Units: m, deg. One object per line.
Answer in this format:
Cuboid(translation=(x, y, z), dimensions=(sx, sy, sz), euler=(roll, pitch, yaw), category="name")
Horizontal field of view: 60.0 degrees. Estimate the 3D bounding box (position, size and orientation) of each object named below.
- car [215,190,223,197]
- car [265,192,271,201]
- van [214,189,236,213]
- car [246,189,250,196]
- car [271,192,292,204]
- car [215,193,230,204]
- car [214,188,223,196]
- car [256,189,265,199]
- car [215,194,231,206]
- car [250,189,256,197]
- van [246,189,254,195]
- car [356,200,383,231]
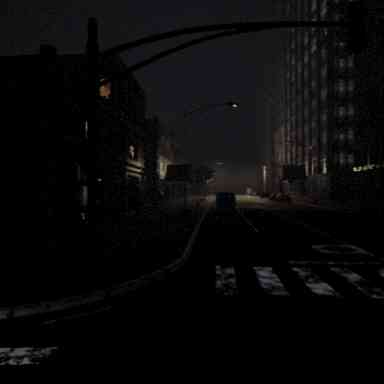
Cuboid(translation=(6.428, 0.327, 79.236), dimensions=(1.752, 1.417, 4.829), euler=(1, 1, 4), category="car")
Cuboid(translation=(12.898, 0.730, 51.380), dimensions=(1.752, 1.417, 4.829), euler=(1, 1, 4), category="car")
Cuboid(translation=(2.998, 0.883, 29.717), dimensions=(1.690, 1.788, 3.998), euler=(1, 1, 4), category="van")
Cuboid(translation=(14.802, 0.109, 78.812), dimensions=(2.192, 1.841, 5.009), euler=(1, 1, 4), category="car")
Cuboid(translation=(12.515, 0.812, 45.860), dimensions=(1.752, 1.417, 4.829), euler=(1, 1, 4), category="car")
Cuboid(translation=(4.143, 0.860, 46.282), dimensions=(1.947, 1.339, 4.313), euler=(1, 1, 4), category="car")
Cuboid(translation=(6.826, 0.031, 84.922), dimensions=(2.192, 1.841, 5.009), euler=(1, 1, 4), category="car")
Cuboid(translation=(13.651, 0.587, 62.253), dimensions=(1.887, 1.381, 4.507), euler=(1, 1, 4), category="car")
Cuboid(translation=(3.760, 0.958, 40.762), dimensions=(1.802, 1.307, 4.206), euler=(1, 1, 4), category="car")
Cuboid(translation=(14.429, 0.400, 73.464), dimensions=(1.752, 1.417, 4.829), euler=(1, 1, 4), category="car")
Cuboid(translation=(15.568, -0.029, 89.854), dimensions=(1.690, 1.788, 3.998), euler=(1, 1, 4), category="van")
Cuboid(translation=(10.590, 1.142, 18.083), dimensions=(1.967, 1.590, 4.097), euler=(1, 1, 4), category="car")
